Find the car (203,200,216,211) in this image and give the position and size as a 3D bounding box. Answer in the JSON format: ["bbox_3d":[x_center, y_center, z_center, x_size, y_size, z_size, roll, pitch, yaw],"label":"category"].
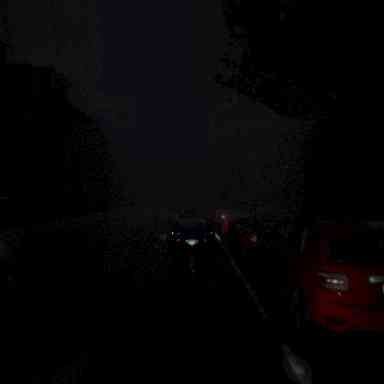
[{"bbox_3d":[2.642,2.053,51.280,1.752,1.417,4.829,0,-1,0],"label":"car"}]

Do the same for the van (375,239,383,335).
[{"bbox_3d":[2.638,1.354,1.205,1.690,1.788,3.998,0,-1,0],"label":"van"}]

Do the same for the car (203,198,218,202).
[{"bbox_3d":[2.641,1.780,45.567,2.192,1.841,5.009,0,-1,0],"label":"car"}]

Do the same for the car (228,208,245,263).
[{"bbox_3d":[2.639,1.558,12.295,1.967,1.590,4.097,0,-1,0],"label":"car"}]

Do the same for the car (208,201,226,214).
[{"bbox_3d":[2.640,1.808,29.100,1.752,1.417,4.829,0,-1,0],"label":"car"}]

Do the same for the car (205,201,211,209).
[{"bbox_3d":[2.640,1.893,34.474,2.008,1.369,4.403,0,-1,0],"label":"car"}]

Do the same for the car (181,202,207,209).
[{"bbox_3d":[0.006,1.850,29.306,1.994,1.385,4.181,0,-1,0],"label":"car"}]

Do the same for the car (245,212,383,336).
[{"bbox_3d":[2.639,1.380,6.751,2.192,1.841,5.009,0,-1,0],"label":"car"}]

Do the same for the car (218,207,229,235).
[{"bbox_3d":[2.640,1.715,17.839,1.887,1.381,4.507,0,-1,0],"label":"car"}]

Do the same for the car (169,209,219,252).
[{"bbox_3d":[0.006,1.664,14.393,1.812,1.442,4.674,0,0,0],"label":"car"}]
